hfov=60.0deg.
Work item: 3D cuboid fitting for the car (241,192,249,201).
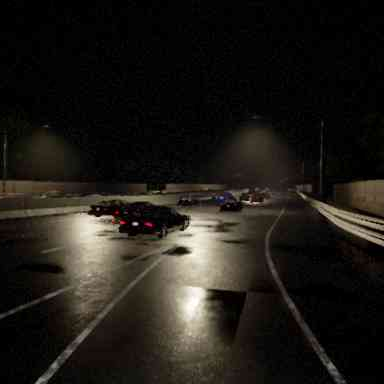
[{"bbox_3d":[11.265,1.219,71.373,1.994,1.385,4.181,1,1,17],"label":"car"}]

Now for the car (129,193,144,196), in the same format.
[{"bbox_3d":[-9.463,0.949,63.228,2.128,1.511,4.902,1,1,17],"label":"car"}]

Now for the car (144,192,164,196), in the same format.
[{"bbox_3d":[-6.406,0.877,61.270,2.097,1.767,4.553,1,1,17],"label":"car"}]

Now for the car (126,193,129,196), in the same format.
[{"bbox_3d":[-12.962,0.889,63.739,2.128,1.511,4.902,1,1,17],"label":"car"}]

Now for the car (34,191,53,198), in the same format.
[{"bbox_3d":[-21.107,0.680,49.107,2.097,1.767,4.553,1,0,18],"label":"car"}]

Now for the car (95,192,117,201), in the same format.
[{"bbox_3d":[-16.533,0.842,64.024,1.812,1.442,4.674,1,1,17],"label":"car"}]

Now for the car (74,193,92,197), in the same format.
[{"bbox_3d":[-14.248,1.068,47.641,1.895,1.301,4.718,1,0,18],"label":"car"}]

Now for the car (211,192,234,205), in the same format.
[{"bbox_3d":[5.049,1.039,50.742,2.150,2.045,5.566,1,0,17],"label":"car"}]

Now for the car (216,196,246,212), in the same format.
[{"bbox_3d":[4.411,1.449,36.698,1.994,1.385,4.181,1,0,17],"label":"car"}]

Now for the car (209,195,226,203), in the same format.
[{"bbox_3d":[4.915,1.259,62.401,2.033,1.411,5.357,1,1,17],"label":"car"}]

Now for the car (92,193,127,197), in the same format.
[{"bbox_3d":[-11.224,1.137,45.625,1.895,1.301,4.718,1,0,17],"label":"car"}]

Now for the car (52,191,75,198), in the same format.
[{"bbox_3d":[-17.590,0.875,48.659,1.882,1.535,5.008,1,0,18],"label":"car"}]

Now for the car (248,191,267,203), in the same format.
[{"bbox_3d":[12.535,1.177,63.423,2.097,1.767,4.553,1,1,17],"label":"car"}]

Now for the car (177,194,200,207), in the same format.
[{"bbox_3d":[-0.434,1.099,44.764,2.097,1.767,4.553,1,0,17],"label":"car"}]

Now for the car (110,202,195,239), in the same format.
[{"bbox_3d":[-1.727,1.429,16.803,2.033,1.411,5.357,1,0,17],"label":"car"}]

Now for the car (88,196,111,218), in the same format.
[{"bbox_3d":[-6.072,1.291,26.448,2.033,1.411,5.357,1,0,17],"label":"car"}]

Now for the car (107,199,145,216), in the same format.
[{"bbox_3d":[-3.428,1.360,23.155,2.033,1.411,5.357,1,0,17],"label":"car"}]

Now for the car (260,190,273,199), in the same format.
[{"bbox_3d":[18.732,0.949,84.178,1.882,1.535,5.008,1,2,16],"label":"car"}]
